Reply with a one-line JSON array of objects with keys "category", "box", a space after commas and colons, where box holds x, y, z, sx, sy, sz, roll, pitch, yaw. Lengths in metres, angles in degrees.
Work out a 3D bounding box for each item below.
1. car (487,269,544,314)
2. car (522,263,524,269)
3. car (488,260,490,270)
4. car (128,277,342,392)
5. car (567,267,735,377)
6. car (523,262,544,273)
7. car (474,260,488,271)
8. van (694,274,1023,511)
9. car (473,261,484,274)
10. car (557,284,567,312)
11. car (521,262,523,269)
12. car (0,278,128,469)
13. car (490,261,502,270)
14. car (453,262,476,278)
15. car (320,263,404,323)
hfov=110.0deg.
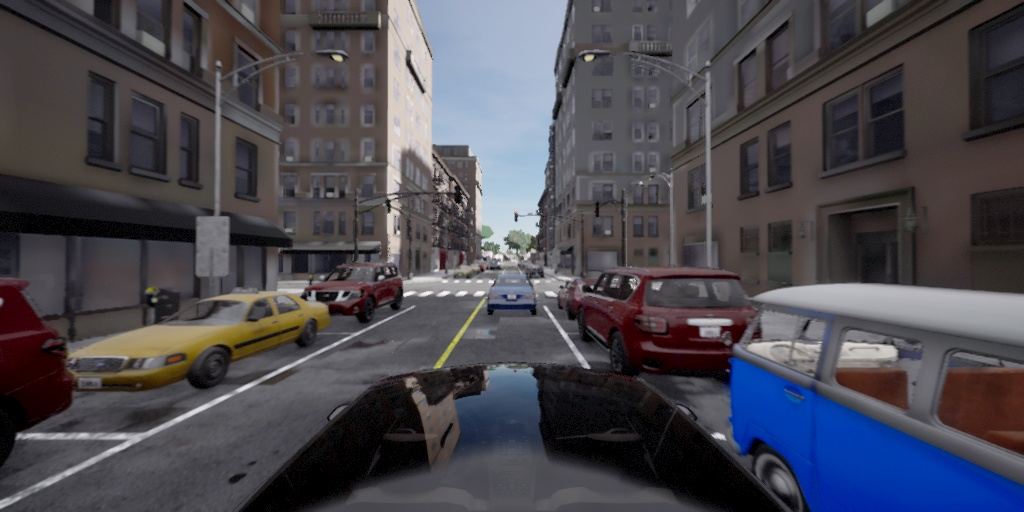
[{"category": "car", "box": [0.038, 1.422, 14.389, 2.033, 1.411, 5.357, 0, -1, 1]}, {"category": "car", "box": [2.646, 1.723, 45.323, 1.888, 1.381, 4.507, 0, 0, 0]}, {"category": "car", "box": [-5.397, 1.781, 61.770, 1.967, 1.591, 4.097, 0, 0, 0]}, {"category": "car", "box": [-5.399, 1.329, 6.988, 1.751, 1.417, 4.829, 0, 0, 0]}, {"category": "car", "box": [2.638, 1.118, 7.156, 2.192, 1.841, 5.009, 0, 0, 0]}, {"category": "car", "box": [2.644, 1.674, 39.842, 2.007, 1.370, 4.403, 0, 0, 0]}, {"category": "car", "box": [-5.400, 1.602, 56.288, 2.192, 1.841, 5.009, 0, 0, 0]}, {"category": "van", "box": [2.637, 1.089, 1.477, 1.690, 1.789, 3.998, 0, 0, 0]}, {"category": "car", "box": [-5.403, 1.758, 50.636, 1.751, 1.417, 4.829, 0, 0, 0]}, {"category": "car", "box": [2.640, 1.441, 12.835, 1.802, 1.307, 4.207, 0, 0, 0]}, {"category": "car", "box": [2.646, 1.783, 50.805, 2.007, 1.370, 4.403, 0, 0, 0]}, {"category": "car", "box": [-5.399, 1.063, 1.481, 2.192, 1.841, 5.009, 0, 0, 0]}, {"category": "car", "box": [-2.785, 1.952, 62.772, 1.895, 1.301, 4.718, 0, -1, 1]}, {"category": "car", "box": [-5.409, 1.649, 39.673, 1.751, 1.417, 4.829, 0, 0, 0]}, {"category": "car", "box": [-5.399, 1.174, 12.837, 2.192, 1.841, 5.009, 0, 0, 0]}]
